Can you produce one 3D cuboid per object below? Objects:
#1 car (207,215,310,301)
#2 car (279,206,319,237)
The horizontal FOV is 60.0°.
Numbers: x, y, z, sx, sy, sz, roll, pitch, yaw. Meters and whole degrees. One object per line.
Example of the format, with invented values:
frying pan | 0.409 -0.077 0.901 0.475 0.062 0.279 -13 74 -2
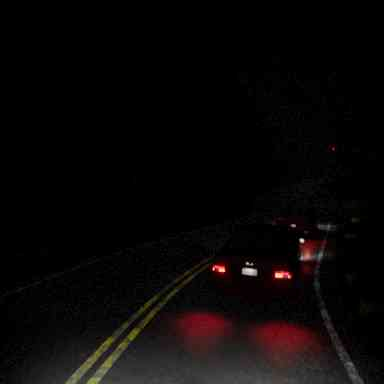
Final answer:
car | 1.859 1.553 8.630 2.033 1.411 5.357 2 0 18
car | 5.931 1.495 18.482 1.882 1.535 5.008 2 1 23
